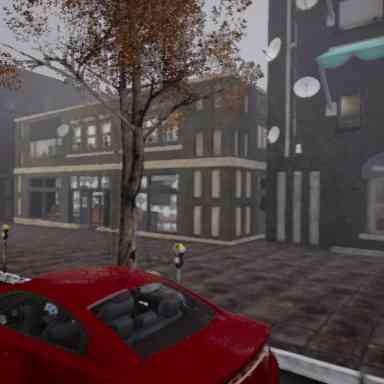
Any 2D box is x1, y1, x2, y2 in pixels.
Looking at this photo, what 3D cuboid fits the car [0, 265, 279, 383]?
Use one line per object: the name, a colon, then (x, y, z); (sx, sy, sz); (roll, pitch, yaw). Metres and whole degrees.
car: (-1.313, 1.551, 3.796); (4.507, 1.381, 1.887); (0, 1, 35)
